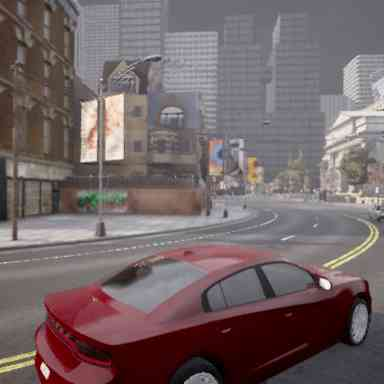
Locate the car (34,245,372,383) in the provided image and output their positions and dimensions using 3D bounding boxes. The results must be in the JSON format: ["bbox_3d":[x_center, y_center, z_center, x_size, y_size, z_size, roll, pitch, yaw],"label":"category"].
[{"bbox_3d":[0.605,1.487,4.586,5.008,1.535,1.882,0,0,-38],"label":"car"}]

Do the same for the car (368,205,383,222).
[{"bbox_3d":[15.975,1.732,27.557,1.895,1.301,4.718,0,0,18],"label":"car"}]
